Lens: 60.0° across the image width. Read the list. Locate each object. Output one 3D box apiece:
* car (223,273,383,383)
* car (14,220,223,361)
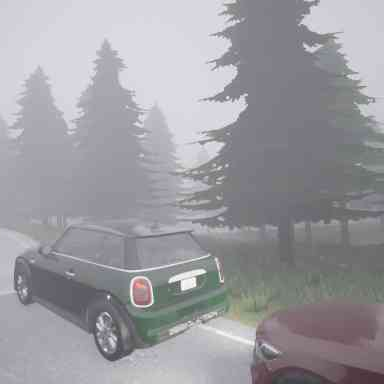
[{"bbox_3d":[2.750,1.531,2.595,4.674,1.442,1.812,1,0,36],"label":"car"},{"bbox_3d":[-1.578,1.308,6.216,4.553,1.767,2.097,1,1,44],"label":"car"}]
